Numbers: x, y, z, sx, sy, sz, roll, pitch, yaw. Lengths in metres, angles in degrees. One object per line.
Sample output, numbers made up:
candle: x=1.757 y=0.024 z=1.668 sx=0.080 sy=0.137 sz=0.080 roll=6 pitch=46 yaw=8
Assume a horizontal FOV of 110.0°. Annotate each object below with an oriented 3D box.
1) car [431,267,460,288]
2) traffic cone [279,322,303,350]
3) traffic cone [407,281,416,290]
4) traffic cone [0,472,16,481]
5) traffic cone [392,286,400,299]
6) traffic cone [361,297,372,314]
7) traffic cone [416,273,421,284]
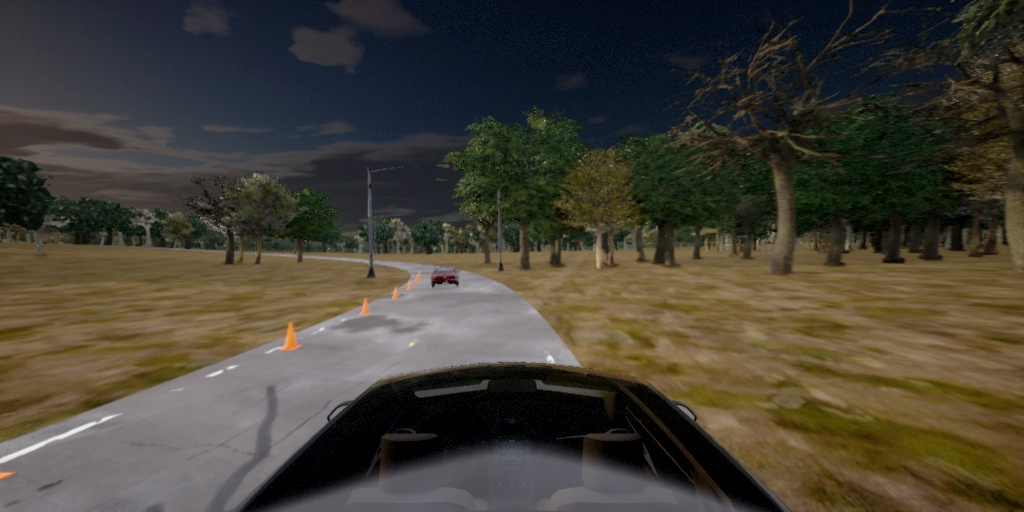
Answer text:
car: x=-4.685 y=1.435 z=25.305 sx=1.895 sy=1.301 sz=4.718 roll=-1 pitch=0 yaw=-10
traffic cone: x=-5.015 y=1.794 z=8.150 sx=0.340 sy=0.580 sz=0.340 roll=0 pitch=0 yaw=-2
traffic cone: x=-6.470 y=1.827 z=22.766 sx=0.340 sy=0.580 sz=0.340 roll=0 pitch=0 yaw=-9
traffic cone: x=-4.899 y=1.790 z=3.254 sx=0.340 sy=0.580 sz=0.340 roll=0 pitch=0 yaw=0
traffic cone: x=-5.802 y=1.813 z=17.913 sx=0.340 sy=0.580 sz=0.340 roll=0 pitch=0 yaw=-7
traffic cone: x=-5.316 y=1.802 z=13.039 sx=0.340 sy=0.580 sz=0.340 roll=0 pitch=0 yaw=-5
traffic cone: x=-7.322 y=1.834 z=27.589 sx=0.340 sy=0.580 sz=0.340 roll=0 pitch=0 yaw=-11
